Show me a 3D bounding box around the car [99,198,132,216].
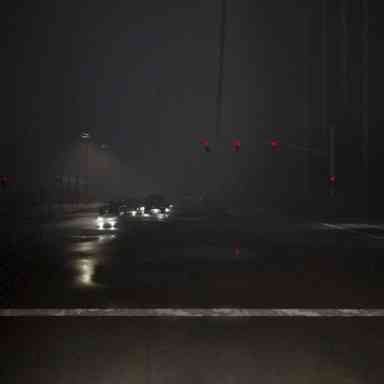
[{"bbox_3d":[-7.707,1.491,32.809,2.128,1.511,4.902,0,0,2],"label":"car"}]

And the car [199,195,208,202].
[{"bbox_3d":[2.538,1.524,75.124,1.812,1.442,4.674,0,0,-1],"label":"car"}]

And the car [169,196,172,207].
[{"bbox_3d":[-4.285,1.601,48.390,1.895,1.301,4.718,0,0,-1],"label":"car"}]

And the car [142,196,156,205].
[{"bbox_3d":[-7.885,1.478,61.611,1.882,1.535,5.008,0,0,0],"label":"car"}]

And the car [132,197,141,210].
[{"bbox_3d":[-7.729,1.478,42.111,1.882,1.535,5.008,0,0,-1],"label":"car"}]

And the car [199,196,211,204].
[{"bbox_3d":[2.742,1.491,64.740,2.128,1.511,4.902,0,0,-1],"label":"car"}]

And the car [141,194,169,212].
[{"bbox_3d":[-4.190,1.221,38.443,2.150,2.045,5.566,0,0,-1],"label":"car"}]

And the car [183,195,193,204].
[{"bbox_3d":[-0.762,1.601,65.221,1.895,1.301,4.718,0,0,0],"label":"car"}]

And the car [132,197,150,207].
[{"bbox_3d":[-7.820,1.491,51.659,2.128,1.511,4.902,0,0,-1],"label":"car"}]

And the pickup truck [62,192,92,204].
[{"bbox_3d":[-20.932,1.059,59.956,2.390,2.098,6.274,0,0,30],"label":"pickup truck"}]

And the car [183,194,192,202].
[{"bbox_3d":[-0.964,1.355,75.368,2.097,1.767,4.553,0,0,-1],"label":"car"}]
